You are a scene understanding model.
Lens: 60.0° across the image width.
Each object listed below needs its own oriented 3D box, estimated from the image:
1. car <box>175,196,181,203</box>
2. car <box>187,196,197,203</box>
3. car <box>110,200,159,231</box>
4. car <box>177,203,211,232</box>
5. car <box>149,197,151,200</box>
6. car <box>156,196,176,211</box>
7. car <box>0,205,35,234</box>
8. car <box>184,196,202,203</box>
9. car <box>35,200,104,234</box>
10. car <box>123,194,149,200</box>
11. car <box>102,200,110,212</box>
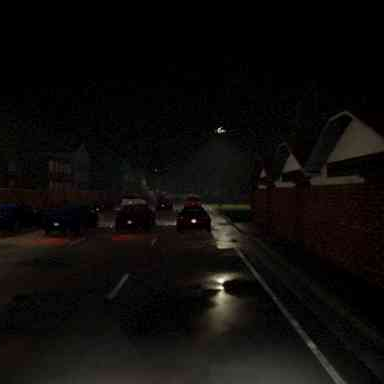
[{"bbox_3d":[-3.491,1.554,73.380,2.128,1.511,4.902,0,0,0],"label":"car"},{"bbox_3d":[0.009,1.568,74.629,2.033,1.411,5.357,0,0,1],"label":"car"},{"bbox_3d":[-3.398,1.486,20.640,1.882,1.535,5.008,0,0,0],"label":"car"},{"bbox_3d":[0.102,1.572,20.405,1.994,1.385,4.181,0,0,0],"label":"car"},{"bbox_3d":[-10.491,1.530,74.631,1.837,1.490,4.892,0,0,1],"label":"car"},{"bbox_3d":[-3.395,1.580,41.148,1.994,1.385,4.181,0,0,0],"label":"car"},{"bbox_3d":[-10.398,1.486,19.400,1.882,1.535,5.008,0,0,0],"label":"car"},{"bbox_3d":[0.103,1.367,40.036,2.097,1.767,4.553,0,0,0],"label":"car"},{"bbox_3d":[-6.897,1.486,19.371,1.882,1.535,5.008,0,0,0],"label":"car"},{"bbox_3d":[-6.895,1.237,39.718,2.150,2.045,5.566,0,0,0],"label":"car"},{"bbox_3d":[-10.396,1.617,38.866,1.895,1.301,4.718,0,0,0],"label":"car"}]
